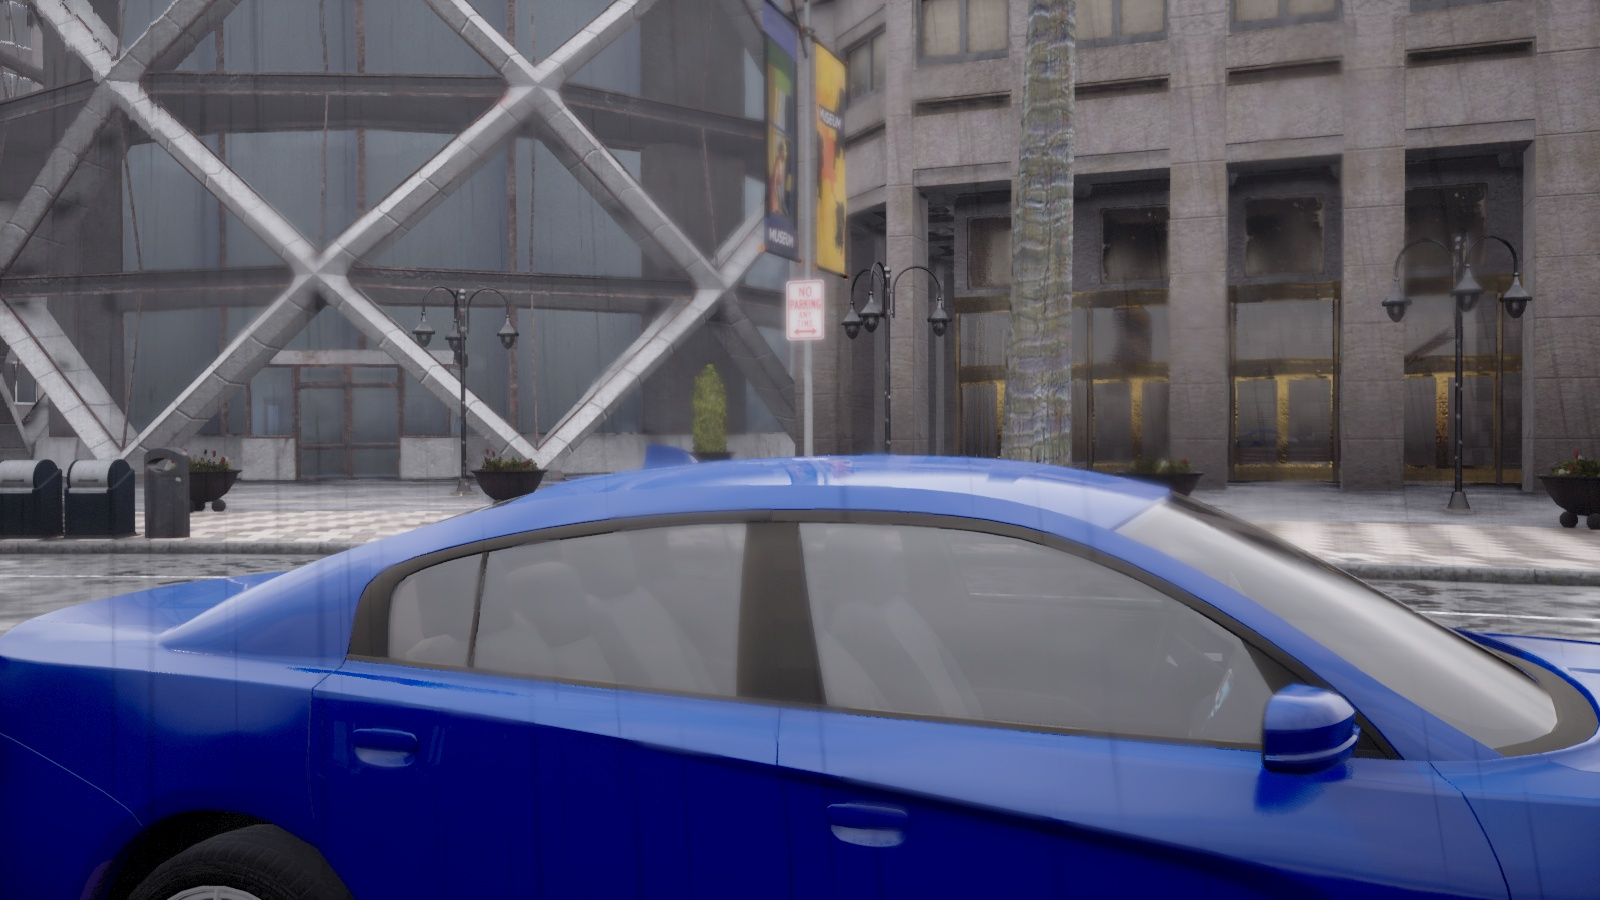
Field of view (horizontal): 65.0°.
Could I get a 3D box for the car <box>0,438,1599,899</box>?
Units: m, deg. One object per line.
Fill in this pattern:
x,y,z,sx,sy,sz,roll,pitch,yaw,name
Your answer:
0.436,0.756,3.088,5.008,1.535,1.882,1,1,17,car
